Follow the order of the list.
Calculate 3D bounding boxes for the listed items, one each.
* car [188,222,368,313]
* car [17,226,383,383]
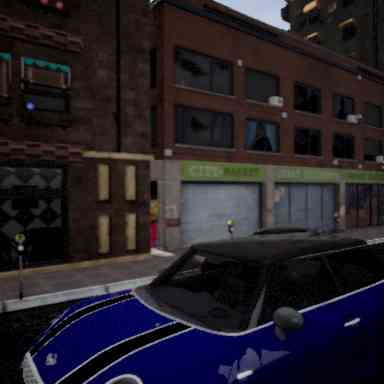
[{"bbox_3d":[2.238,1.570,8.181,4.313,1.339,1.947,0,0,-36],"label":"car"},{"bbox_3d":[0.570,1.354,3.787,4.553,1.767,2.097,0,0,-36],"label":"car"}]
